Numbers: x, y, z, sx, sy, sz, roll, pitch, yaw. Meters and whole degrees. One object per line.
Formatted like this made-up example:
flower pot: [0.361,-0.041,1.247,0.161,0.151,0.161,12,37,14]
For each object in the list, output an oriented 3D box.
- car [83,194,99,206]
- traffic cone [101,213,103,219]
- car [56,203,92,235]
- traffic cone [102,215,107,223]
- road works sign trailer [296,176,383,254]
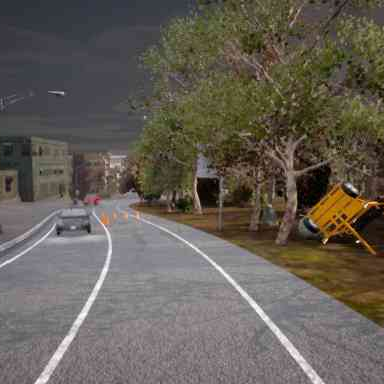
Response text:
car: [-17.864,1.390,59.194,2.150,2.045,5.566,-1,1,-8]
traffic cone: [-6.518,2.051,25.093,0.340,0.580,0.340,-2,0,-18]
car: [-7.002,1.647,19.896,1.812,1.442,4.674,-2,0,-17]
traffic cone: [-5.903,2.040,23.192,0.340,0.580,0.340,-2,0,-18]
road works sign trailer: [6.678,1.194,13.369,3.560,2.380,2.880,0,46,-45]
